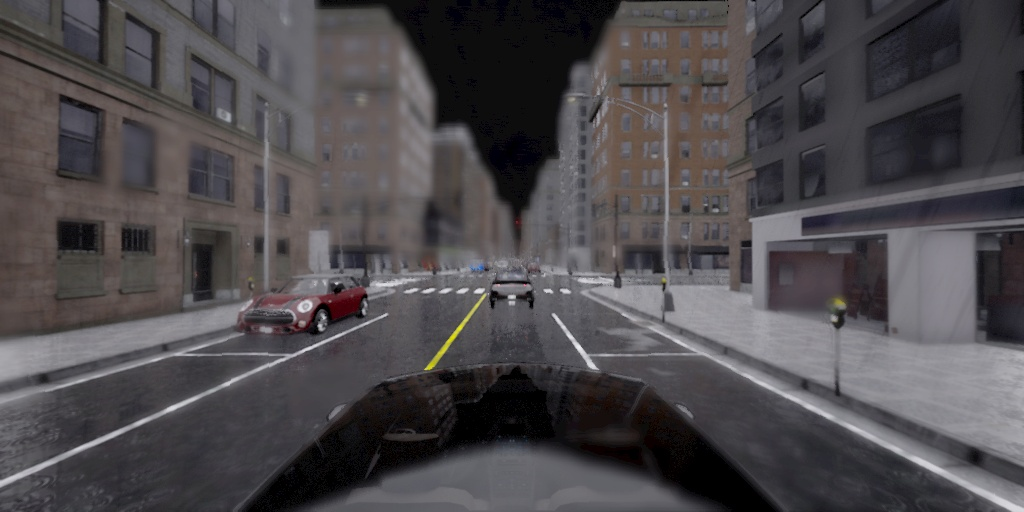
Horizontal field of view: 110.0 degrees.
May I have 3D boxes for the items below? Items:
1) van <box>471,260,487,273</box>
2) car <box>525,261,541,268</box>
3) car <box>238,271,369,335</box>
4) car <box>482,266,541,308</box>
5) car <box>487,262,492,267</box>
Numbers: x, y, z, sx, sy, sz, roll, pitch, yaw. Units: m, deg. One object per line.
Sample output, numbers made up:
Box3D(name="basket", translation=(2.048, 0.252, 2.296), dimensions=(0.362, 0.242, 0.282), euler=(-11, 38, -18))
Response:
Box3D(name="van", translation=(-5.191, 1.606, 54.457), dimensions=(1.690, 1.789, 3.998), euler=(0, 0, 1))
Box3D(name="car", translation=(3.333, 1.704, 54.277), dimensions=(1.967, 1.591, 4.097), euler=(0, 0, 1))
Box3D(name="car", translation=(-5.860, 1.273, 10.574), dimensions=(1.967, 1.591, 4.097), euler=(0, 0, 0))
Box3D(name="car", translation=(0.001, 1.378, 16.145), dimensions=(2.128, 1.511, 4.902), euler=(0, 0, 0))
Box3D(name="car", translation=(-5.071, 1.638, 59.979), dimensions=(2.192, 1.841, 5.009), euler=(0, 0, 1))
